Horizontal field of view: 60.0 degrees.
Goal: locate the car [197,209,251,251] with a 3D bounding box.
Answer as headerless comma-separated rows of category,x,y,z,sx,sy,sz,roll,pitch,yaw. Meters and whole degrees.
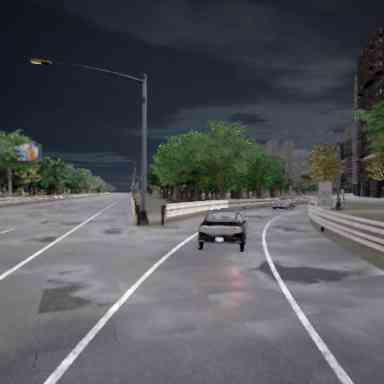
car,1.447,1.502,14.420,2.128,1.511,4.902,0,0,11

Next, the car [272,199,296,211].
car,11.656,1.595,42.001,2.033,1.411,5.357,0,0,31
